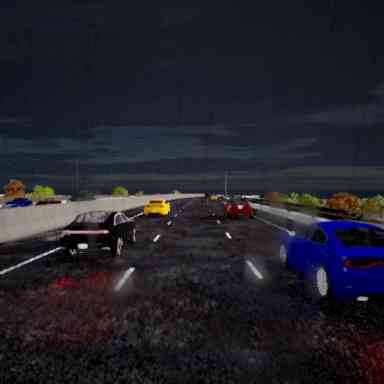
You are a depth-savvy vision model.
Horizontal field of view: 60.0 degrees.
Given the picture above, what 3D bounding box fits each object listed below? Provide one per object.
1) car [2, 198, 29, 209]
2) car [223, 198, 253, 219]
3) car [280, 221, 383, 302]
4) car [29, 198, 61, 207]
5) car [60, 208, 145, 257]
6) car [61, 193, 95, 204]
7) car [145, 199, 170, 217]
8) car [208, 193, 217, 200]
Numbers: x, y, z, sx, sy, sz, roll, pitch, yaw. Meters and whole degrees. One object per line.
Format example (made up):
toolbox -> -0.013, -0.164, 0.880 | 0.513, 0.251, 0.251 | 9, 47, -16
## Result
car -> -20.610, 1.400, 39.651 | 1.812, 1.442, 4.674 | 0, 0, 2
car -> 3.857, 1.258, 28.498 | 2.097, 1.767, 4.553 | 0, 0, 1
car -> 3.630, 1.449, 8.283 | 1.882, 1.535, 5.008 | 0, 0, 0
car -> -17.108, 1.439, 39.657 | 1.994, 1.385, 4.181 | 0, 0, 2
car -> -3.340, 1.448, 12.664 | 2.128, 1.511, 4.902 | 0, 0, 0
car -> -13.579, 1.099, 40.841 | 2.150, 2.045, 5.566 | 0, 0, 2
car -> -3.114, 1.377, 30.292 | 1.882, 1.535, 5.008 | 0, 0, 1
car -> 5.784, 1.313, 87.912 | 1.801, 1.575, 5.366 | 0, 0, 3
